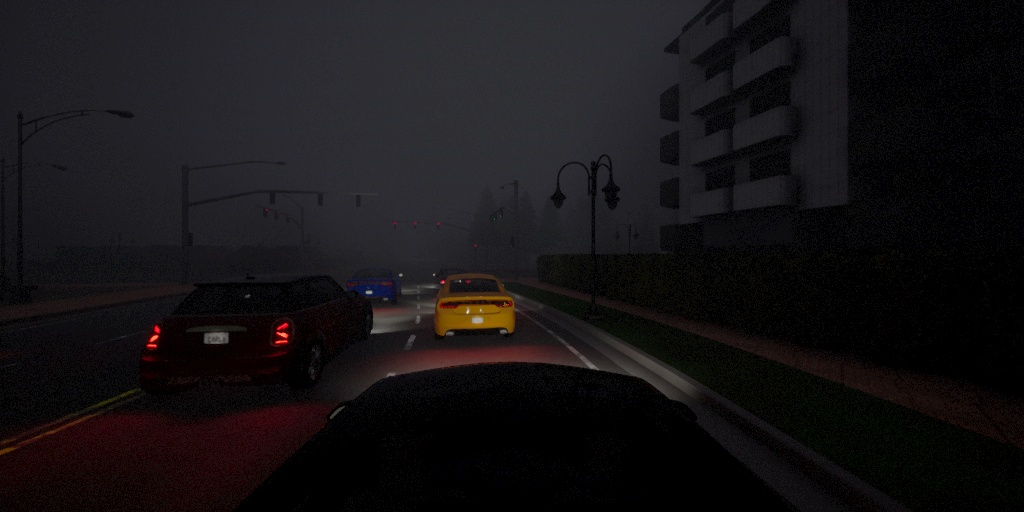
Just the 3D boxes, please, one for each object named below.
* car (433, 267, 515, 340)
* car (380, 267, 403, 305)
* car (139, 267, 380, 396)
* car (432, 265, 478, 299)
[{"bbox_3d":[-1.161,1.227,10.121,1.882,1.535,5.008,0,0,-10],"label":"car"},{"bbox_3d":[-5.976,1.227,15.939,1.882,1.535,5.008,0,0,-14],"label":"car"},{"bbox_3d":[-4.214,1.104,6.876,2.097,1.767,4.553,0,0,-8],"label":"car"},{"bbox_3d":[-3.289,1.296,19.713,2.033,1.411,5.357,0,0,-14],"label":"car"}]
